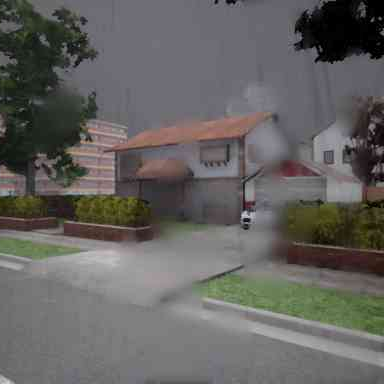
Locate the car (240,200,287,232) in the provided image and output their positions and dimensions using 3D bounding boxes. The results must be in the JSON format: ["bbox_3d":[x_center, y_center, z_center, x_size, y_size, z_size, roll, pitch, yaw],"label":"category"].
[{"bbox_3d":[4.085,1.168,17.390,1.970,1.475,3.806,0,0,36],"label":"car"}]
